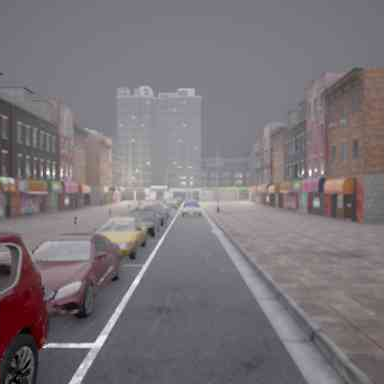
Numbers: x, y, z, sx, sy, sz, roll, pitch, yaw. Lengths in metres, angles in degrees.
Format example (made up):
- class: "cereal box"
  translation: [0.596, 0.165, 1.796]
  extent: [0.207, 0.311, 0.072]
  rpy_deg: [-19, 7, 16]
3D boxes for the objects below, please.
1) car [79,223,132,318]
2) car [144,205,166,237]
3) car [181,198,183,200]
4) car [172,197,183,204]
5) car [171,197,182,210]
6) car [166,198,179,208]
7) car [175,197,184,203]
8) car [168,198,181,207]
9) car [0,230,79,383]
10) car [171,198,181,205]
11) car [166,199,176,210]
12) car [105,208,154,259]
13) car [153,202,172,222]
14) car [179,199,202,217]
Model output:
- class: "car"
  translation: [-2.667, 1.602, 7.404]
  extent: [1.802, 1.307, 4.206]
  rpy_deg: [0, 0, 0]
- class: "car"
  translation: [-2.719, 1.612, 18.308]
  extent: [1.947, 1.339, 4.313]
  rpy_deg: [0, 0, 0]
- class: "car"
  translation: [-0.101, 1.585, 43.457]
  extent: [1.882, 1.535, 5.008]
  rpy_deg: [0, 0, 0]
- class: "car"
  translation: [-2.952, 1.734, 67.376]
  extent: [1.947, 1.339, 4.313]
  rpy_deg: [0, 0, 0]
- class: "car"
  translation: [-2.848, 1.665, 45.568]
  extent: [2.008, 1.369, 4.403]
  rpy_deg: [0, 0, 0]
- class: "car"
  translation: [-2.873, 1.653, 50.850]
  extent: [1.752, 1.417, 4.829]
  rpy_deg: [0, 0, 0]
- class: "car"
  translation: [-3.003, 1.761, 78.281]
  extent: [1.947, 1.339, 4.313]
  rpy_deg: [0, 0, 0]
- class: "car"
  translation: [-2.900, 1.707, 56.473]
  extent: [1.947, 1.339, 4.313]
  rpy_deg: [0, 0, 0]
- class: "car"
  translation: [-2.642, 1.322, 1.952]
  extent: [2.192, 1.841, 5.009]
  rpy_deg: [0, 0, 0]
- class: "car"
  translation: [-2.926, 1.737, 61.924]
  extent: [1.802, 1.307, 4.206]
  rpy_deg: [0, 0, 0]
- class: "car"
  translation: [-2.771, 1.624, 29.212]
  extent: [2.008, 1.369, 4.403]
  rpy_deg: [0, 0, 0]
- class: "car"
  translation: [-2.692, 1.558, 12.686]
  extent: [1.752, 1.417, 4.829]
  rpy_deg: [0, 0, 0]
- class: "car"
  translation: [-2.745, 1.626, 23.760]
  extent: [1.947, 1.339, 4.313]
  rpy_deg: [0, 0, 0]
- class: "car"
  translation: [-0.050, 1.681, 32.589]
  extent: [1.895, 1.301, 4.718]
  rpy_deg: [0, 0, 0]
